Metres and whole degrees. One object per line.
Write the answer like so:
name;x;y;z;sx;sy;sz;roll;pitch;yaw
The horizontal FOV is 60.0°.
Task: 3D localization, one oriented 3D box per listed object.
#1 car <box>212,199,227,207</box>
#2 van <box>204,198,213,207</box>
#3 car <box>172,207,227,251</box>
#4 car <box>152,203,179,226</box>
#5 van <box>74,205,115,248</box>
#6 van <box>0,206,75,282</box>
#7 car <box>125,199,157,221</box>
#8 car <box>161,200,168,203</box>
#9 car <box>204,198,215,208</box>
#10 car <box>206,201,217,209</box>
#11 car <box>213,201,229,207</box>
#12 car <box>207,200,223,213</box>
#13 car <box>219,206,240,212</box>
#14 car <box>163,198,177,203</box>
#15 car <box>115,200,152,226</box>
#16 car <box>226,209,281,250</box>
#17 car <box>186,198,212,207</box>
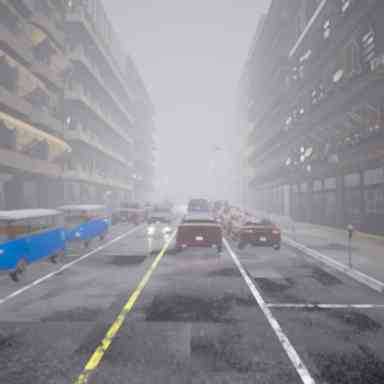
car;3.128;1.790;37.319;2.192;1.841;5.009;1;-1;1
van;3.738;2.378;76.031;1.690;1.788;3.998;1;-1;1
car;0.321;1.659;15.182;1.882;1.535;5.008;0;-1;1
car;-2.419;1.863;26.846;2.033;1.411;5.357;0;-1;1
van;-5.067;1.502;15.386;1.690;1.788;3.998;2;-1;1
van;-5.154;1.435;9.855;1.690;1.788;3.998;2;-1;1
car;-4.803;1.687;31.973;2.192;1.841;5.009;2;-1;1
car;-4.636;2.084;43.031;1.947;1.339;4.313;2;-1;1
car;3.652;2.266;70.501;2.192;1.841;5.009;1;-1;1
car;3.470;2.366;59.437;1.802;1.307;4.206;1;-1;1
car;2.991;1.771;26.258;1.967;1.590;4.097;2;-1;1
car;3.299;2.066;48.379;1.967;1.590;4.097;1;-1;1
car;2.893;1.805;20.726;1.887;1.381;4.507;2;-1;1
car;-4.367;2.069;59.620;2.192;1.841;5.009;2;-1;1
car;-4.891;1.615;26.445;2.192;1.841;5.009;2;-1;1
car;2.806;1.737;15.197;1.887;1.381;4.507;2;-1;1
car;0.610;1.632;33.259;2.150;2.045;5.566;0;-1;1
